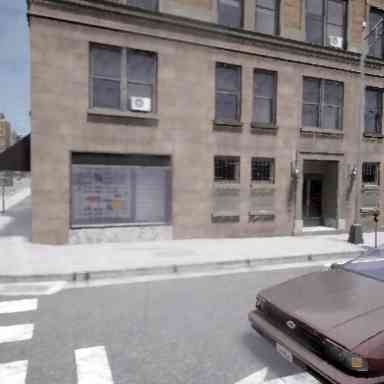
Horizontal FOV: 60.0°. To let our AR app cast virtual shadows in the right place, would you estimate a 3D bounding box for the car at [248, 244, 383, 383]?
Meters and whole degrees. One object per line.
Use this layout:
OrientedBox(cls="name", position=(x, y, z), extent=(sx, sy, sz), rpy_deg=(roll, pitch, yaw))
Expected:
OrientedBox(cls="car", position=(3.523, 1.437, 4.704), extent=(5.357, 1.411, 2.033), rpy_deg=(1, 3, -22))
